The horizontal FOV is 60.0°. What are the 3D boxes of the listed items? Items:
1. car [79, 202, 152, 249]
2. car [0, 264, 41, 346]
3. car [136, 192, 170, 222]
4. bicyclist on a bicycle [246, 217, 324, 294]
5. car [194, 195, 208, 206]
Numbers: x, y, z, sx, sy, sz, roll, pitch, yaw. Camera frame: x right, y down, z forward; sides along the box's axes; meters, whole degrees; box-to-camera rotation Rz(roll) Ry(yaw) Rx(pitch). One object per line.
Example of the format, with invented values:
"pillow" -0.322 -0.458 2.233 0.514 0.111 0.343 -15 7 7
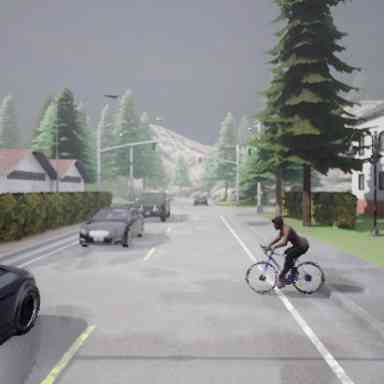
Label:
"car" -3.248 1.397 14.270 2.128 1.511 4.902 0 0 2
"car" -3.540 1.537 3.843 1.994 1.385 4.181 0 0 1
"car" -2.878 1.041 25.123 2.150 2.045 5.566 0 0 2
"bicyclist on a bicycle" 1.968 1.354 7.021 1.656 1.620 0.582 0 0 2
"car" 1.286 1.182 46.985 2.128 1.511 4.902 0 0 3
